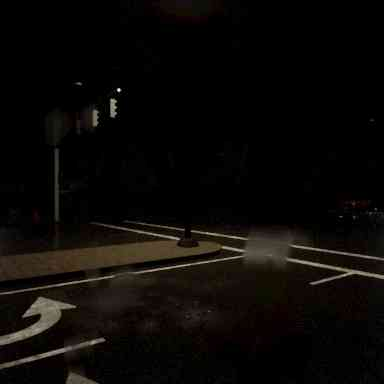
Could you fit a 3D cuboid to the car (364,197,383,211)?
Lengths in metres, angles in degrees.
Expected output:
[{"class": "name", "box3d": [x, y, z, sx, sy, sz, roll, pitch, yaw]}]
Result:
[{"class": "car", "box3d": [22.821, 1.547, 38.873, 5.357, 1.411, 2.033, 0, 0, -35]}]

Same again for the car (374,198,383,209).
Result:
[{"class": "car", "box3d": [27.424, 1.564, 46.433, 4.181, 1.385, 1.994, 0, 0, -36]}]

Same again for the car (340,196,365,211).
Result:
[{"class": "car", "box3d": [20.409, 1.352, 41.405, 4.553, 1.767, 2.097, 0, 0, -36]}]
